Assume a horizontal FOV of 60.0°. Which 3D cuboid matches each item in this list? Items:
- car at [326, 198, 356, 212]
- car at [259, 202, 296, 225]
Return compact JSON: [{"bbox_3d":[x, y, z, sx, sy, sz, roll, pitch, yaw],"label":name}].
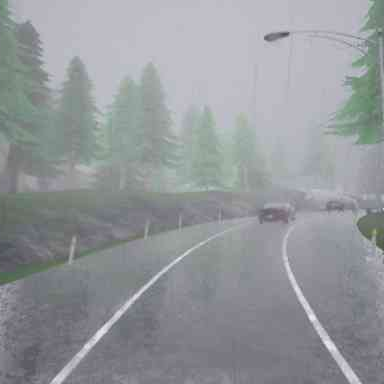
[{"bbox_3d":[17.312,1.479,38.611,4.902,1.511,2.128,0,-4,-45],"label":"car"},{"bbox_3d":[6.147,1.430,23.668,1.882,1.535,5.008,-3,-1,26],"label":"car"}]
